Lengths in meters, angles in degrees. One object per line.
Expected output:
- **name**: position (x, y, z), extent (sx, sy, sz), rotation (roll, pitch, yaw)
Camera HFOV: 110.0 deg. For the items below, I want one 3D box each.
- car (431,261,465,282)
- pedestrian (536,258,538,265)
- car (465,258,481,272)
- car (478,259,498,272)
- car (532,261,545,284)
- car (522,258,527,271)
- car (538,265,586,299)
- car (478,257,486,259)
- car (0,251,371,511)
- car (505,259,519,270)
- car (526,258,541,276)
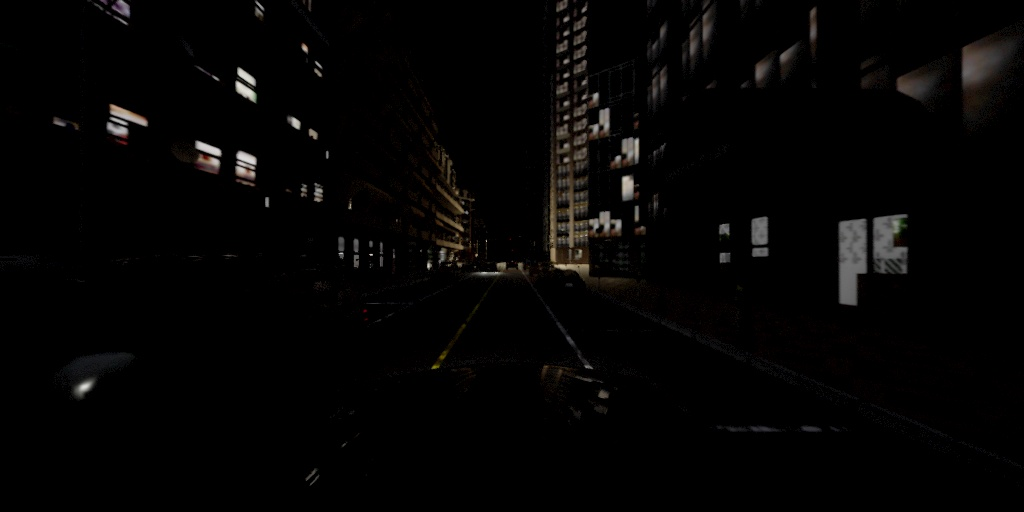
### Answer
- **car**: position (-5.324, 1.208, 29.187), extent (1.967, 1.591, 4.097), rotation (0, 0, 0)
- **pedestrian**: position (2.737, 1.076, 39.999), extent (0.375, 1.860, 0.375), rotation (0, 0, 0)
- **car**: position (-5.329, 1.340, 45.796), extent (2.007, 1.370, 4.403), rotation (0, 0, 0)
- **car**: position (-2.842, 1.354, 45.619), extent (1.994, 1.385, 4.181), rotation (0, 0, 0)
- **car**: position (2.558, 1.288, 23.832), extent (1.751, 1.417, 4.829), rotation (0, 0, 0)
- **car**: position (2.549, 1.325, 51.511), extent (1.751, 1.417, 4.829), rotation (0, 0, 0)
- **car**: position (2.560, 1.323, 18.126), extent (1.948, 1.339, 4.313), rotation (0, 0, 0)
- **car**: position (-5.333, 1.250, 56.867), extent (1.967, 1.591, 4.097), rotation (0, 0, 0)
- **car**: position (-2.851, 0.972, 2.325), extent (2.150, 2.045, 5.566), rotation (0, 0, 0)
- **car**: position (0.011, 1.296, 53.899), extent (2.128, 1.511, 4.902), rotation (0, 0, 0)
- **car**: position (2.738, 1.234, 37.000), extent (1.801, 1.575, 5.366), rotation (0, 0, 0)
